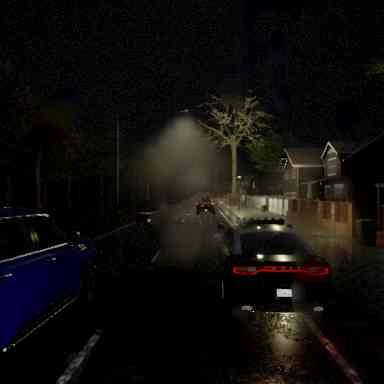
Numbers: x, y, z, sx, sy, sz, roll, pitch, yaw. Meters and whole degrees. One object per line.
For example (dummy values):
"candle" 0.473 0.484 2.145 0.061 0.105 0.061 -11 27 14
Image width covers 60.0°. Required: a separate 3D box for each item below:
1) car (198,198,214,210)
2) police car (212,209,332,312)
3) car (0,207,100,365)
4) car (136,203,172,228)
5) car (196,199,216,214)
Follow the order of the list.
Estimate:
"car" 1.857 1.601 45.390 1.994 1.385 4.181 0 0 1
"police car" 1.594 1.428 7.956 1.930 1.638 5.238 0 0 2
"car" -3.150 1.221 4.893 2.150 2.045 5.566 0 0 2
"car" -2.475 1.505 22.477 2.128 1.511 4.902 0 0 2
"car" 1.477 1.531 34.991 1.837 1.490 4.892 0 0 2
